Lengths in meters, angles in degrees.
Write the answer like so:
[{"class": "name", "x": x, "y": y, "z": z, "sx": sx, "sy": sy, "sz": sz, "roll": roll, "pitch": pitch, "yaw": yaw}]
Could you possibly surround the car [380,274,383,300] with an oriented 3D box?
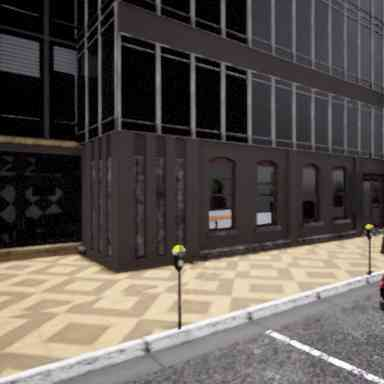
[{"class": "car", "x": 5.540, "y": 1.579, "z": 6.817, "sx": 4.206, "sy": 1.307, "sz": 1.802, "roll": 0, "pitch": 0, "yaw": -35}]
